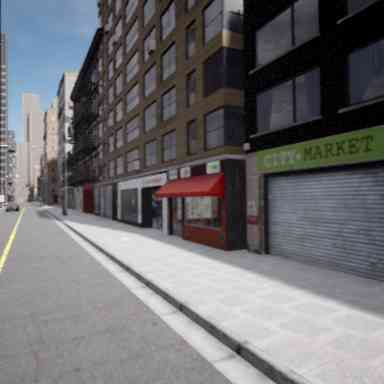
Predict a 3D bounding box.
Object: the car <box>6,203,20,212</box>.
[{"bbox_3d":[-30.390,2.576,56.618,1.882,1.535,5.008,0,-1,-26],"label":"car"}]
